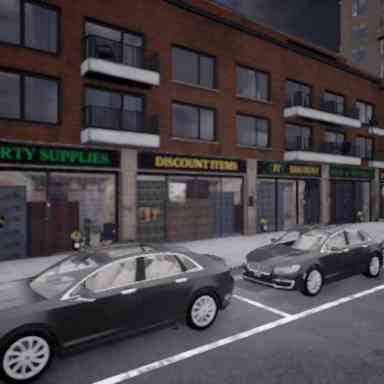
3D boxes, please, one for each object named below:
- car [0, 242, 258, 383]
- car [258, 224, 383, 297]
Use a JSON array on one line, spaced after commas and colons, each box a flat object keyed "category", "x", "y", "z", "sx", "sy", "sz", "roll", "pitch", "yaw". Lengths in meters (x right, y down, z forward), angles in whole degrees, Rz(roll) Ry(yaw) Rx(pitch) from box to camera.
[{"category": "car", "x": -1.289, "y": 1.548, "z": 5.267, "sx": 4.403, "sy": 1.369, "sz": 2.008, "roll": 0, "pitch": 0, "yaw": -35}, {"category": "car", "x": 3.205, "y": 1.537, "z": 8.470, "sx": 4.403, "sy": 1.369, "sz": 2.008, "roll": 0, "pitch": 0, "yaw": -35}]
